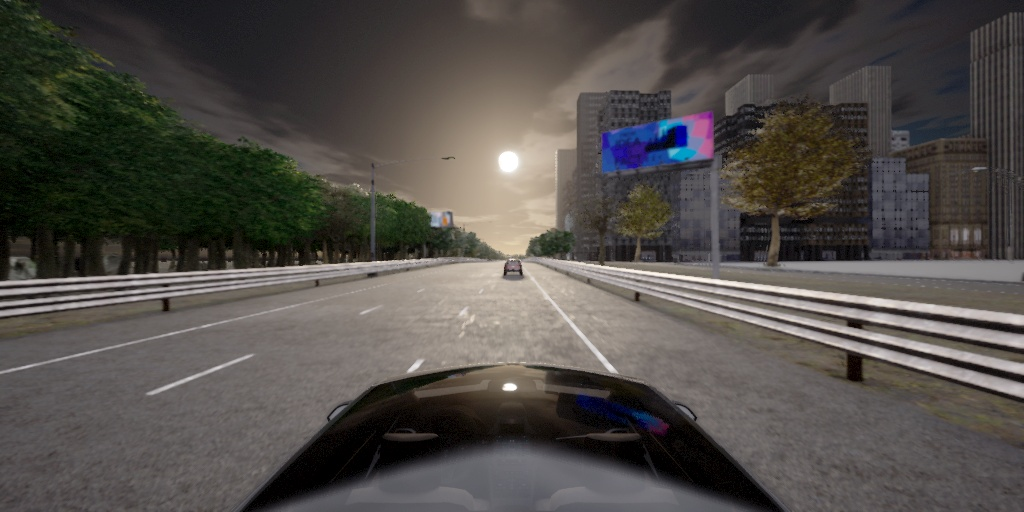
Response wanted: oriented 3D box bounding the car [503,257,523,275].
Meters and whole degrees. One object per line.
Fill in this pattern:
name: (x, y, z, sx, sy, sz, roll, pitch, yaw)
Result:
car: (0.113, 1.072, 37.630, 2.033, 1.649, 4.856, 0, 1, 0)
